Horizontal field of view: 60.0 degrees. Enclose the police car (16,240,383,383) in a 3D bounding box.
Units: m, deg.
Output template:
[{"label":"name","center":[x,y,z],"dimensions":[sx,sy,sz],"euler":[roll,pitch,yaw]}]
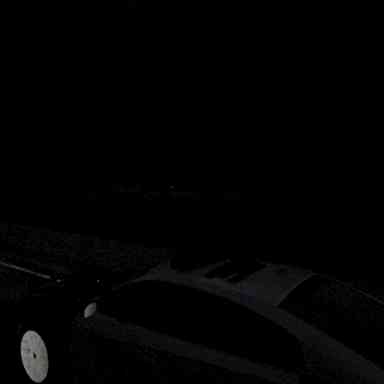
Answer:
[{"label":"police car","center":[0.032,1.373,3.530],"dimensions":[5.238,1.638,1.930],"euler":[2,1,35]}]
